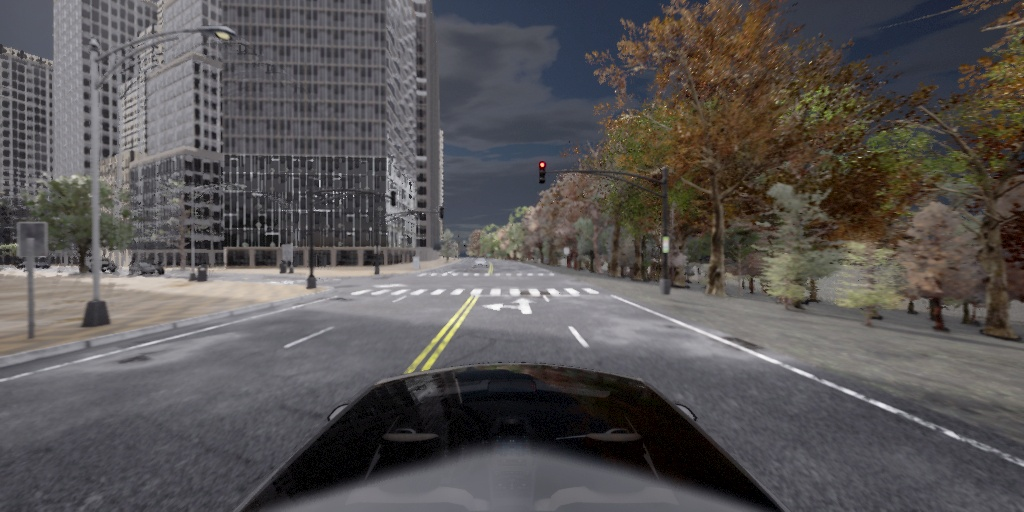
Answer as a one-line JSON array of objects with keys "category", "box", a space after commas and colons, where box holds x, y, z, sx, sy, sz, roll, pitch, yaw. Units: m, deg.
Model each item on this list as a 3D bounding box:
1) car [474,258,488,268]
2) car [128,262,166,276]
[{"category": "car", "box": [-4.653, 0.997, 53.359, 1.812, 1.442, 4.674, 0, 2, -3]}, {"category": "car", "box": [-39.135, 1.378, 38.400, 4.892, 1.490, 1.837, 0, 0, 28]}]
